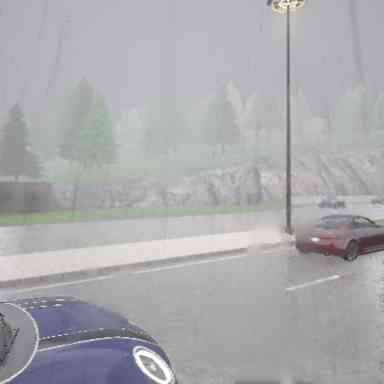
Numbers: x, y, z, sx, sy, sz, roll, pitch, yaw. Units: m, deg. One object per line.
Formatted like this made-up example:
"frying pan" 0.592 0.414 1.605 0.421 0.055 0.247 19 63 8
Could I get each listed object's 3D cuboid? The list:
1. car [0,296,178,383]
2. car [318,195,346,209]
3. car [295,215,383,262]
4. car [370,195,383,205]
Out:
"car" -2.278 1.354 2.124 4.553 1.767 2.097 0 0 -35
"car" 17.797 1.197 42.207 2.097 1.767 4.553 0 0 42
"car" 5.659 1.518 12.062 4.181 1.385 1.994 0 0 -35
"car" 31.124 1.279 53.716 4.892 1.490 1.837 0 0 -18
